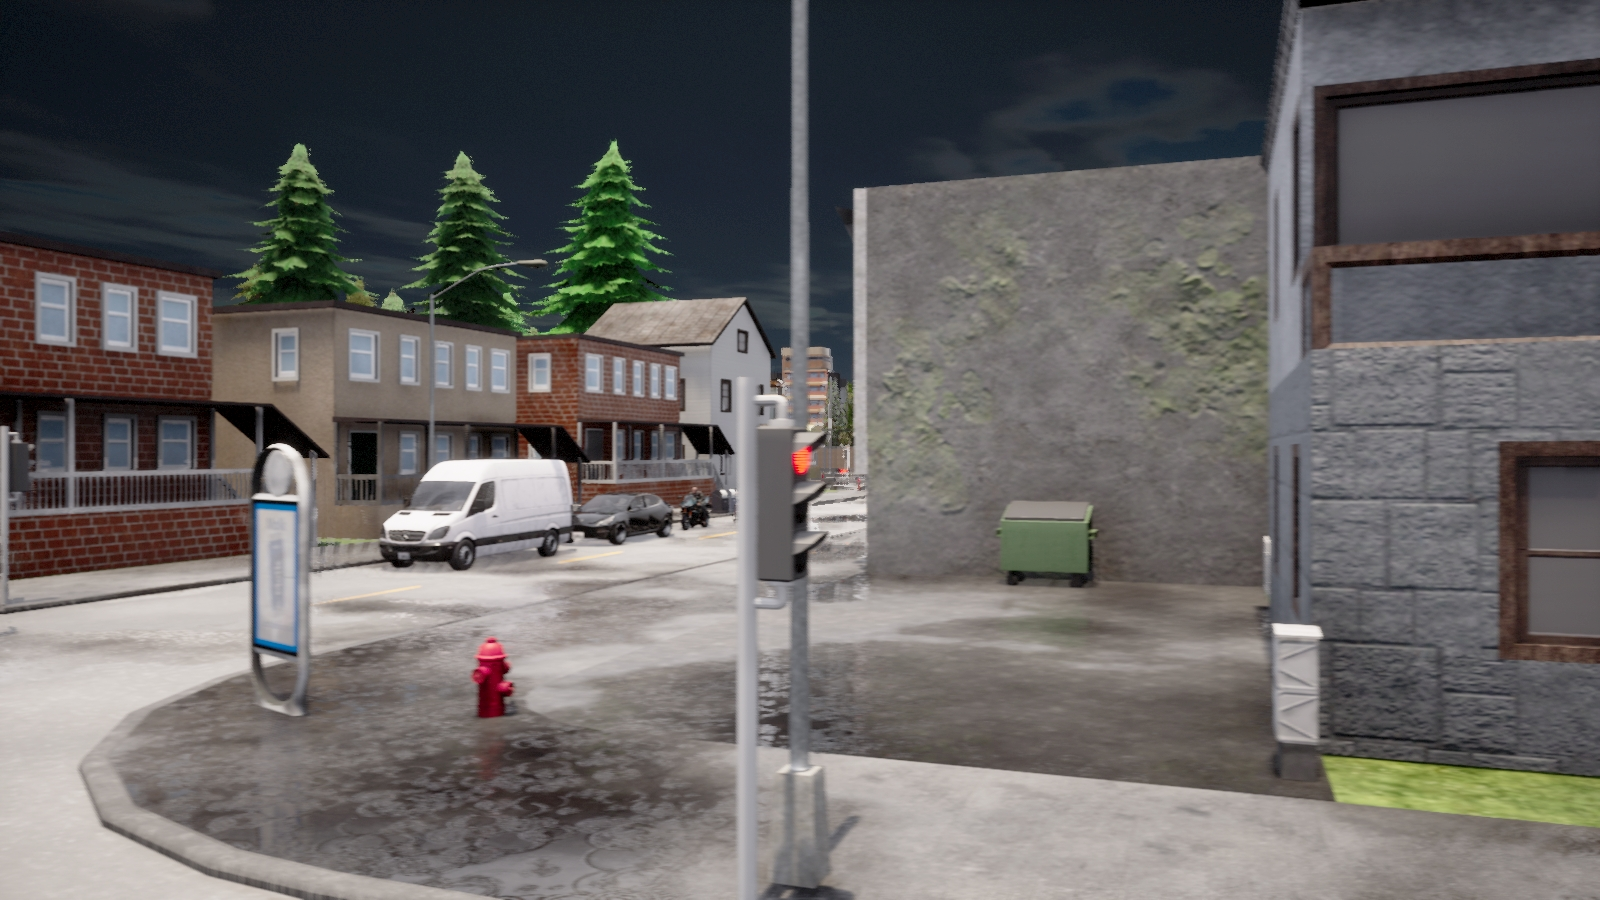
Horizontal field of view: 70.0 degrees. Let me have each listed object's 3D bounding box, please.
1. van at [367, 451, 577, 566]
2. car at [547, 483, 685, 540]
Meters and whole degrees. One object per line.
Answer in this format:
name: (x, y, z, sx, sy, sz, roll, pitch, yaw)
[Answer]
van: (-8.035, 1.316, 28.798, 1.988, 2.561, 5.915, 0, 0, 20)
car: (-5.599, 1.844, 35.476, 2.163, 1.488, 4.792, 0, 0, 20)
